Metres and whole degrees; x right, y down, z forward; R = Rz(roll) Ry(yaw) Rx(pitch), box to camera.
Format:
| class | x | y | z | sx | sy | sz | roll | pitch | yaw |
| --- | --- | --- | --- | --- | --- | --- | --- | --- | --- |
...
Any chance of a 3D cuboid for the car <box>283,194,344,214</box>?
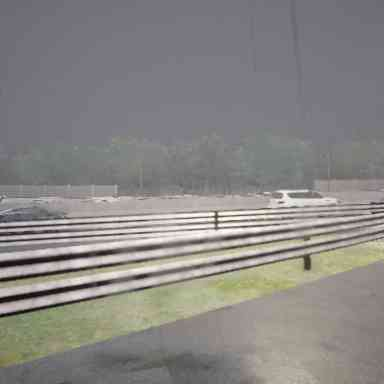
| class | x | y | z | sx | sy | sz | roll | pitch | yaw |
| --- | --- | --- | --- | --- | --- | --- | --- | --- | --- |
| car | 10.855 | 1.017 | 29.746 | 5.008 | 1.535 | 1.882 | -2 | 1 | -16 |

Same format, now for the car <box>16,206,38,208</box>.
| class | x | y | z | sx | sy | sz | roll | pitch | yaw |
| --- | --- | --- | --- | --- | --- | --- | --- | --- | --- |
| car | -11.218 | 1.698 | 23.512 | 4.674 | 1.442 | 1.812 | -2 | 1 | -16 |

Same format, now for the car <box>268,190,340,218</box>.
| class | x | y | z | sx | sy | sz | roll | pitch | yaw |
| --- | --- | --- | --- | --- | --- | --- | --- | --- | --- |
| car | 8.564 | 0.849 | 25.461 | 5.566 | 2.045 | 2.150 | -2 | 1 | -16 |

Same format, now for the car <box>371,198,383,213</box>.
| class | x | y | z | sx | sy | sz | roll | pitch | yaw |
| --- | --- | --- | --- | --- | --- | --- | --- | --- | --- |
| car | 15.210 | 0.958 | 23.701 | 5.008 | 1.535 | 1.882 | -2 | 1 | -16 |

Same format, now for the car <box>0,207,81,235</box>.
| class | x | y | z | sx | sy | sz | roll | pitch | yaw |
| --- | --- | --- | --- | --- | --- | --- | --- | --- | --- |
| car | -8.499 | 1.701 | 17.004 | 5.357 | 1.411 | 2.033 | -2 | 1 | -16 |
